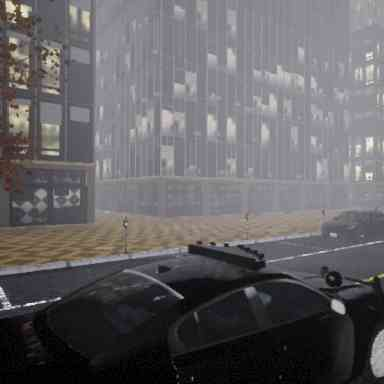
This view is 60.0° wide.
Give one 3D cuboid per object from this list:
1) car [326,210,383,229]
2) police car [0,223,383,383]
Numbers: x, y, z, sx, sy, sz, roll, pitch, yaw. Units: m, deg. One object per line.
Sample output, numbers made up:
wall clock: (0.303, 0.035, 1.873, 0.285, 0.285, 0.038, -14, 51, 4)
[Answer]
car: (8.140, 1.563, 16.226, 4.313, 1.339, 1.947, 0, 0, -36)
police car: (0.480, 1.425, 3.777, 5.238, 1.638, 1.930, 0, 0, -36)
